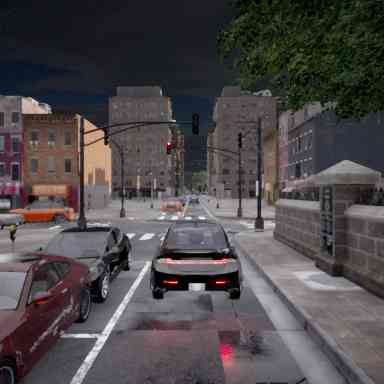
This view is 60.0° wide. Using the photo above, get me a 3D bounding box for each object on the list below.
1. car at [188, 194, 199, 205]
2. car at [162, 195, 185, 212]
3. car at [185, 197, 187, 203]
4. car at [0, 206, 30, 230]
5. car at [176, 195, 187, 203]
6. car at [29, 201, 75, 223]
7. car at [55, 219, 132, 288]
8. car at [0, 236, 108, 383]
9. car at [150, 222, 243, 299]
[{"bbox_3d":[0.360,1.514,60.437,1.812,1.442,4.674,0,0,0],"label":"car"},{"bbox_3d":[-2.238,1.345,38.081,2.097,1.767,4.553,0,0,0],"label":"car"},{"bbox_3d":[-2.228,1.555,53.657,1.994,1.385,4.181,0,0,0],"label":"car"},{"bbox_3d":[-13.309,1.730,21.142,4.718,1.301,1.895,-1,0,0],"label":"car"},{"bbox_3d":[-2.139,1.478,69.588,2.128,1.511,4.902,0,0,0],"label":"car"},{"bbox_3d":[-10.961,1.454,24.075,4.553,1.767,2.097,-1,0,-5],"label":"car"},{"bbox_3d":[-2.627,1.566,8.228,1.947,1.339,4.313,0,0,0],"label":"car"},{"bbox_3d":[-2.631,1.582,4.565,1.802,1.307,4.206,0,0,0],"label":"car"},{"bbox_3d":[0.095,1.491,8.406,2.128,1.511,4.902,0,0,0],"label":"car"}]
